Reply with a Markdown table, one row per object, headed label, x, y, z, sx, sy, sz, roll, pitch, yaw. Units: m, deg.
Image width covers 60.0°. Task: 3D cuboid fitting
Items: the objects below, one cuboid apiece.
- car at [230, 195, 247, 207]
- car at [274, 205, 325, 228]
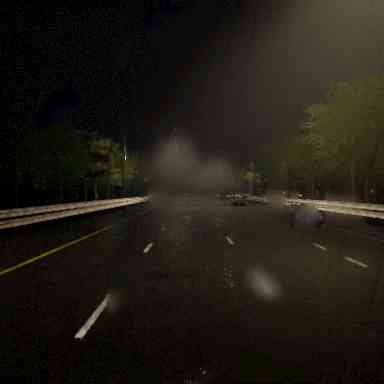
| label | x | y | z | sx | sy | sz | roll | pitch | yaw |
| --- | --- | --- | --- | --- | --- | --- | --- | --- | --- |
| car | 6.977 | 1.535 | 51.124 | 1.994 | 1.385 | 4.181 | 0 | 0 | 0 |
| car | 6.989 | 1.536 | 22.103 | 2.033 | 1.411 | 5.357 | 0 | 0 | 0 |
